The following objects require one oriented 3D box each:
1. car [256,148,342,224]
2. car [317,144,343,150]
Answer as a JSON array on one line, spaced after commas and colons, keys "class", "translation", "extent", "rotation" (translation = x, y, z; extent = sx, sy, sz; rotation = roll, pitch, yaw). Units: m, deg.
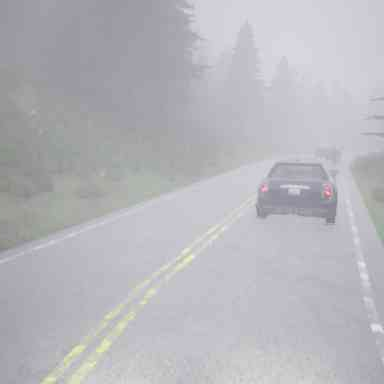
[{"class": "car", "translation": [3.462, -0.326, 10.570], "extent": [2.097, 1.767, 4.553], "rotation": [3, 10, 22]}, {"class": "car", "translation": [11.600, -3.308, 28.400], "extent": [1.837, 1.490, 4.892], "rotation": [4, 11, 29]}]
